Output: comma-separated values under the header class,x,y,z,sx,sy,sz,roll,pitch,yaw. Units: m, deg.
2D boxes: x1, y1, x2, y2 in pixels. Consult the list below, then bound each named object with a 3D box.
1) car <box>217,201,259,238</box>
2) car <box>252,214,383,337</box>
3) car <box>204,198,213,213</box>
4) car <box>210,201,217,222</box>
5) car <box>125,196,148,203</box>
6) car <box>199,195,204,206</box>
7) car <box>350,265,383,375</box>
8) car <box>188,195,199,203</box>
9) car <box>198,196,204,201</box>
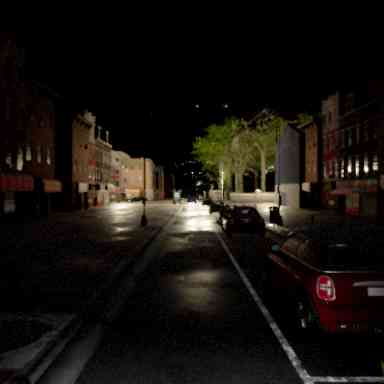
class,x,y,z,sx,sy,sz,roll,pitch,yaw
car,2.624,1.450,17.913,1.967,1.590,4.097,-1,0,0
car,2.627,1.442,6.668,1.967,1.590,4.097,-1,0,0
car,2.620,1.591,34.778,2.008,1.369,4.403,-1,0,0
car,2.624,1.569,23.534,2.008,1.369,4.403,-1,0,0
car,-12.001,1.637,72.335,4.892,1.490,1.837,0,0,0
car,2.614,1.684,57.265,1.947,1.339,4.313,-1,0,0
car,2.630,1.526,1.214,1.752,1.417,4.829,-1,0,0
car,-0.018,1.679,73.794,1.812,1.442,4.674,0,0,0
car,2.602,1.877,95.398,1.752,1.417,4.829,-1,0,0
